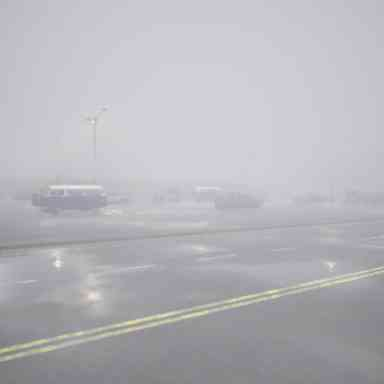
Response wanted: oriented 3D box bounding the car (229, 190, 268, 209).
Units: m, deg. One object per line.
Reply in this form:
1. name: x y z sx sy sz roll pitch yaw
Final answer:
1. car: 6.859 0.861 39.774 3.806 1.475 1.970 0 1 -32

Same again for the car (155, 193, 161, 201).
1. car: -3.683 0.409 56.522 3.905 1.438 1.784 0 1 -32

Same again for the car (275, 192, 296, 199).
1. car: 23.971 0.569 87.048 1.895 1.301 4.718 0 1 -31

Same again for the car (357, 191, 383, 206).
1. car: 24.586 0.810 44.287 4.605 1.855 1.932 0 1 -32

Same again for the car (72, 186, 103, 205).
1. car: -12.000 0.315 41.323 4.605 1.855 1.932 0 1 -32

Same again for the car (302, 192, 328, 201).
1. car: 29.277 0.734 78.091 2.033 1.411 5.357 0 1 -31

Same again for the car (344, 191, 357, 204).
1. car: 23.094 0.752 46.766 3.866 1.878 1.905 0 1 -32

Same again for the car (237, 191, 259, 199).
1. car: 11.100 0.513 65.825 3.806 1.475 1.970 0 1 -32

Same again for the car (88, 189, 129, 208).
1. car: -8.997 0.675 36.630 3.806 1.475 1.970 0 1 -32

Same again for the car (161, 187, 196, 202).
1. car: -2.194 0.260 54.032 4.605 1.855 1.932 0 1 -32

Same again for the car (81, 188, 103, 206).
1. car: -10.535 0.582 39.081 3.905 1.438 1.784 0 1 -32
